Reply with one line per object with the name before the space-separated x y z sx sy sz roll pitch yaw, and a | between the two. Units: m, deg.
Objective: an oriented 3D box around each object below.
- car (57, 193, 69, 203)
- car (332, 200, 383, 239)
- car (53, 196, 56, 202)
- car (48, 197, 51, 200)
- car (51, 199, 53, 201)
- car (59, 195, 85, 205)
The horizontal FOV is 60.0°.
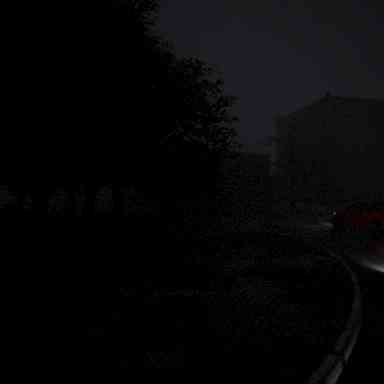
car | -24.987 1.693 69.331 4.553 1.767 2.185 1 0 -27
car | 10.410 1.459 19.165 2.150 2.045 5.566 0 -1 -10
car | -28.834 1.649 76.735 4.553 1.767 2.185 1 0 -27
car | -32.677 1.462 84.132 5.566 2.045 2.435 1 0 -27
car | -30.206 1.753 79.295 5.008 1.535 2.097 1 0 -27
car | -22.536 1.856 64.479 4.792 1.488 2.163 1 0 -27
